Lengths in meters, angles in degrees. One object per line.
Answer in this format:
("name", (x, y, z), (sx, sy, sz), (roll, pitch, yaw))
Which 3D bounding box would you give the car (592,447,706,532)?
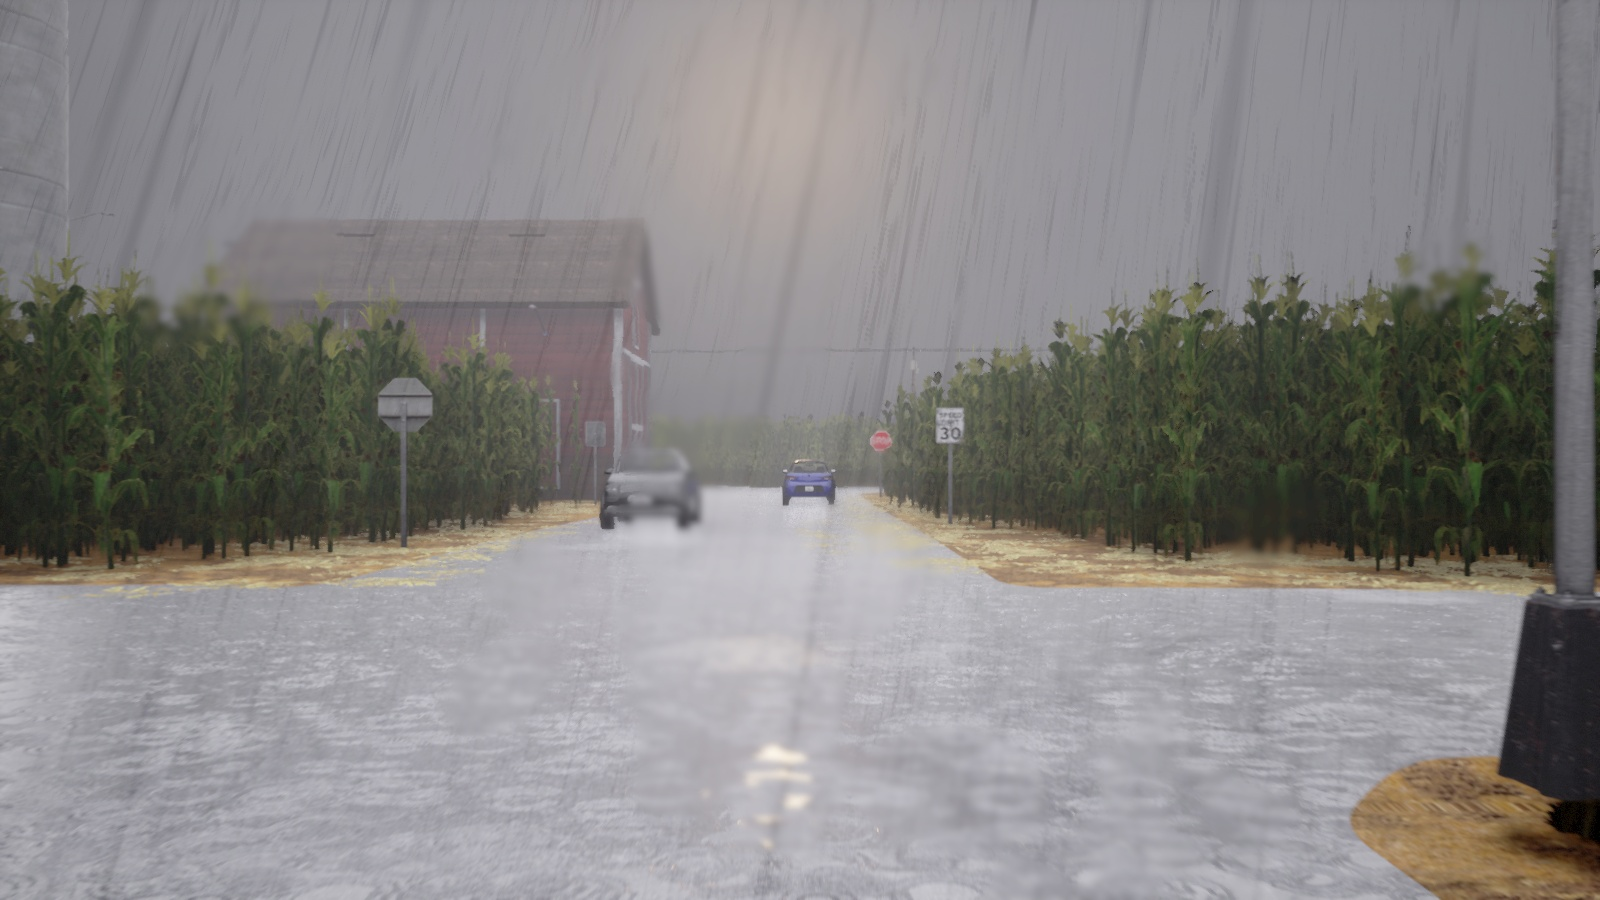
("car", (-2.914, 0.758, 24.896), (1.789, 1.549, 3.705), (0, -1, 0))

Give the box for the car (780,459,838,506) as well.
("car", (0.301, 1.036, 41.639), (1.816, 1.474, 4.193), (0, -1, 0))
